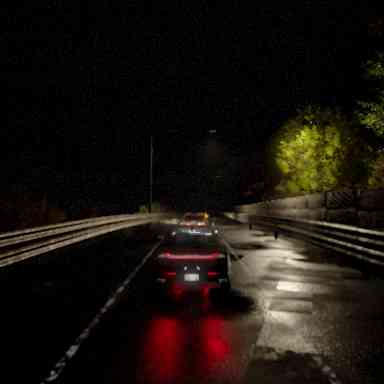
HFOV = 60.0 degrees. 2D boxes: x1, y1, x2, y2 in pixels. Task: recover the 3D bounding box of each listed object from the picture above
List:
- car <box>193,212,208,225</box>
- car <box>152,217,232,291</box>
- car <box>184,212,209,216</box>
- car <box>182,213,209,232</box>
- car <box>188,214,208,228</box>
[{"bbox_3d":[1.197,3.422,43.859,1.882,1.535,5.008,0,-3,4],"label":"car"},{"bbox_3d":[0.002,1.678,9.526,2.128,1.511,4.902,0,-2,0],"label":"car"},{"bbox_3d":[0.150,2.165,21.957,1.882,1.535,5.008,0,-3,1],"label":"car"},{"bbox_3d":[0.333,2.536,28.403,2.128,1.511,4.902,0,-3,2],"label":"car"},{"bbox_3d":[0.677,2.997,34.429,1.895,1.301,4.718,0,-3,3],"label":"car"}]
